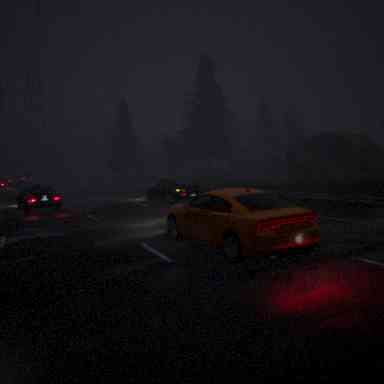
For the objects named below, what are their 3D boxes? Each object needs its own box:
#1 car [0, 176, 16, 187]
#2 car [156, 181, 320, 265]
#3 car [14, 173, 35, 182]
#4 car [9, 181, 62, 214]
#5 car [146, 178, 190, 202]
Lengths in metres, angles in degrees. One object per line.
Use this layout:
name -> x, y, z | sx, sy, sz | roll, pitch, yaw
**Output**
car -> -28.028, -1.318, 48.765 | 4.892, 1.490, 1.837 | 2, 6, 45
car -> 0.976, 0.653, 8.823 | 1.882, 1.535, 5.008 | -5, 5, -28
car -> -27.212, -2.019, 53.246 | 5.566, 2.045, 2.150 | 2, 6, 43
car -> -8.919, 0.316, 19.180 | 2.033, 1.411, 5.357 | -6, 6, -33
car -> -1.145, -0.120, 19.759 | 1.812, 1.442, 4.674 | -5, 5, -31
